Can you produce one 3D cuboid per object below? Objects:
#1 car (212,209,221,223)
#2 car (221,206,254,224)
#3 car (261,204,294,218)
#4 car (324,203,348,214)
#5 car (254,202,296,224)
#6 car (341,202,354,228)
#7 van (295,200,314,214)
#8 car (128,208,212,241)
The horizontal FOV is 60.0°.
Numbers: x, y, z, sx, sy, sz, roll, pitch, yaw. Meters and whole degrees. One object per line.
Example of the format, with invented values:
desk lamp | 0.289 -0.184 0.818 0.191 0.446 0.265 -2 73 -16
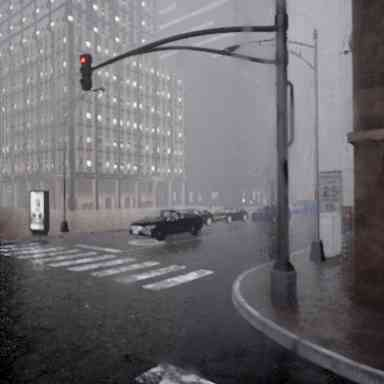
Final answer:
car | -0.122 1.861 24.197 2.008 1.369 4.403 -2 -2 37
car | 3.236 1.932 28.640 2.008 1.369 4.403 -2 -2 37
car | 9.560 2.059 36.934 1.887 1.381 4.507 -2 -2 37
car | 20.046 2.268 46.191 1.895 1.301 4.718 -1 -1 37
car | 7.004 1.870 29.096 1.882 1.535 5.008 -1 0 37
car | 11.475 1.778 25.219 1.967 1.590 4.097 -2 -2 37
van | 14.704 1.964 43.654 1.690 1.788 3.998 -2 -2 37
car | -1.290 1.708 18.090 2.128 1.511 4.902 -1 -1 36
